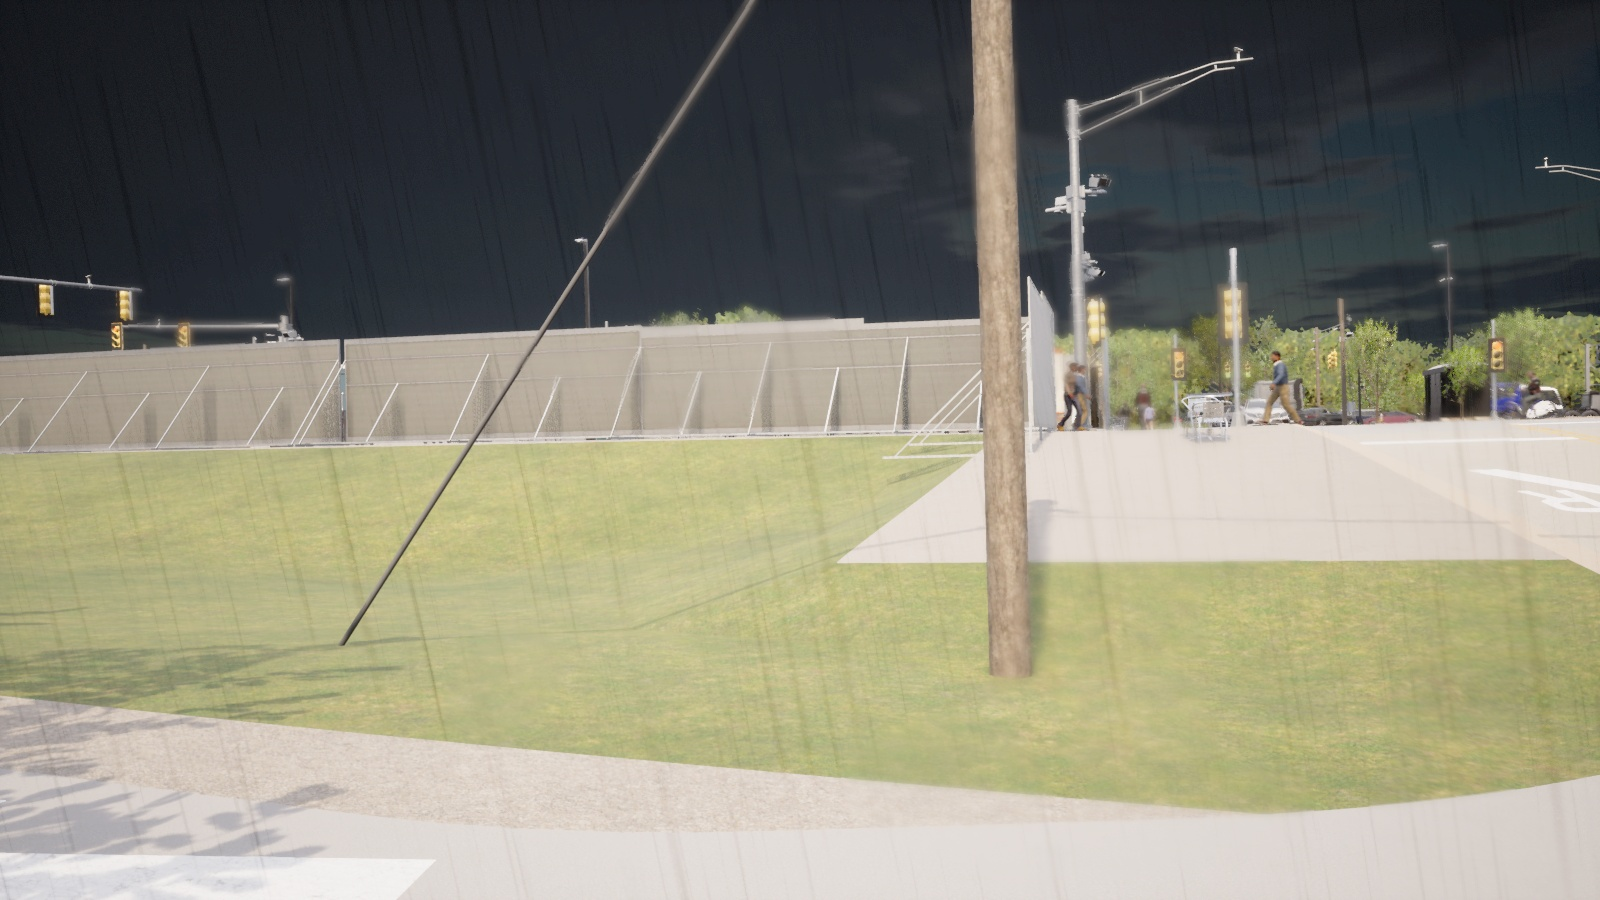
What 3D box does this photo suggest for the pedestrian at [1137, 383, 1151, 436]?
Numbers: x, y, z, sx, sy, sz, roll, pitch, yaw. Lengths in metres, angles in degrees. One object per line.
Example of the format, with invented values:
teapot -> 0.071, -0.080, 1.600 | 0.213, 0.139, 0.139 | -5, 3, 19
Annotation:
pedestrian -> 12.181, -1.433, 44.509 | 0.376, 1.854, 0.720 | -1, 0, 9

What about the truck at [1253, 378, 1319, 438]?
truck -> 30.117, -2.544, 78.137 | 2.891, 3.462, 7.936 | -1, 0, 15

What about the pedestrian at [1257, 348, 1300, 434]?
pedestrian -> 11.015, -1.346, 28.920 | 0.788, 1.949, 0.423 | -1, 0, 7

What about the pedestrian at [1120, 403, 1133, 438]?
pedestrian -> 17.865, -1.599, 68.768 | 0.563, 1.883, 0.849 | -1, 0, 7

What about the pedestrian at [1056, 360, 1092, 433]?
pedestrian -> 6.958, -1.351, 31.903 | 0.328, 1.805, 0.869 | -1, 0, -38

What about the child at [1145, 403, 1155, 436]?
child -> 11.836, -1.038, 42.478 | 0.255, 1.110, 0.394 | -1, 0, 7

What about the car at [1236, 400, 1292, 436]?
car -> 20.683, -1.397, 56.101 | 1.812, 1.442, 4.674 | -1, 0, 14

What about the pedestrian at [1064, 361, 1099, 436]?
pedestrian -> 7.467, -1.359, 33.349 | 0.788, 1.949, 0.423 | -1, 0, 2

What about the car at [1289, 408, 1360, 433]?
car -> 37.487, -2.112, 89.742 | 5.027, 1.651, 2.152 | -2, 1, -32

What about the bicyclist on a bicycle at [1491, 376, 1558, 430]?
bicyclist on a bicycle -> 24.785, -1.609, 42.963 | 1.843, 1.776, 0.659 | -1, 0, 10

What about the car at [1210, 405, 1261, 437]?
car -> 24.161, -1.585, 69.834 | 2.242, 1.667, 4.611 | -1, 0, 14
